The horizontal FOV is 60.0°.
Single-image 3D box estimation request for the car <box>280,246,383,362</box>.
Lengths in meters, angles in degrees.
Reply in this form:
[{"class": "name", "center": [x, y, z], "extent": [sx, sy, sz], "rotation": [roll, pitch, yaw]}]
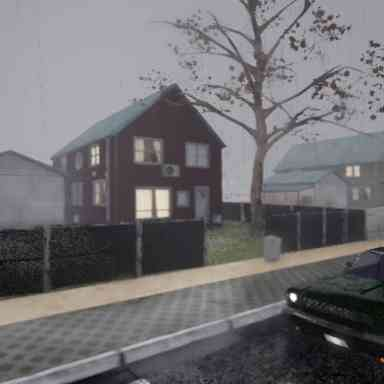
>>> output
[{"class": "car", "center": [3.699, 1.688, 5.766], "extent": [4.718, 1.301, 1.895], "rotation": [0, -1, -36]}]
